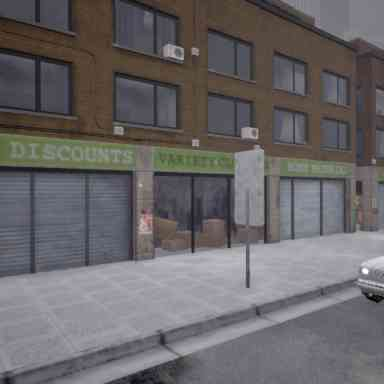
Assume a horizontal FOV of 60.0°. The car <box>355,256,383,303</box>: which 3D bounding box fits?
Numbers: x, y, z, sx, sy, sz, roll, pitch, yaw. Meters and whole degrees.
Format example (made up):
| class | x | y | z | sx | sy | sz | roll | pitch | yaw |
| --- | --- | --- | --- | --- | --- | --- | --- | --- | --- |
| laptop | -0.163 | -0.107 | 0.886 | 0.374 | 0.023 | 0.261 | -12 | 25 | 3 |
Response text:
| class | x | y | z | sx | sy | sz | roll | pitch | yaw |
| --- | --- | --- | --- | --- | --- | --- | --- | --- | --- |
| car | 5.474 | 1.600 | 7.069 | 4.718 | 1.301 | 1.895 | 0 | 0 | -36 |
